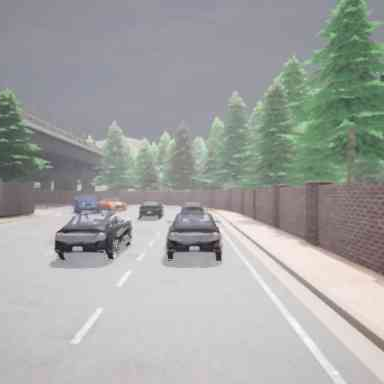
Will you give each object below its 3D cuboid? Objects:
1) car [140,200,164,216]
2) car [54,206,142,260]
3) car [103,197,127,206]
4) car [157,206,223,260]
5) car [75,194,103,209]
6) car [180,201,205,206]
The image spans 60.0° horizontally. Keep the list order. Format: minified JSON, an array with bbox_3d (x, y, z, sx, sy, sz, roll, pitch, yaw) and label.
[{"bbox_3d":[-3.535,1.481,29.310,1.882,1.535,5.008,0,0,-2],"label":"car"},{"bbox_3d":[-3.428,1.495,12.382,2.128,1.511,4.902,0,0,0],"label":"car"},{"bbox_3d":[-9.123,1.363,38.557,2.097,1.767,4.553,0,0,-32],"label":"car"},{"bbox_3d":[0.072,1.491,12.432,2.128,1.511,4.902,0,0,0],"label":"car"},{"bbox_3d":[-11.222,1.235,35.342,2.150,2.045,5.566,1,0,-22],"label":"car"},{"bbox_3d":[0.022,1.504,27.869,1.837,1.490,4.892,0,0,0],"label":"car"}]
